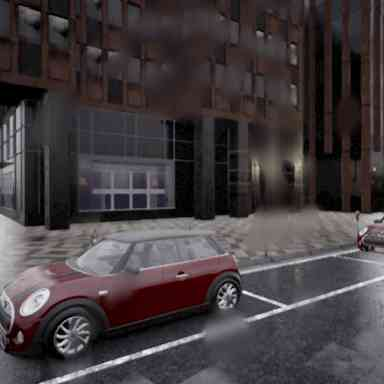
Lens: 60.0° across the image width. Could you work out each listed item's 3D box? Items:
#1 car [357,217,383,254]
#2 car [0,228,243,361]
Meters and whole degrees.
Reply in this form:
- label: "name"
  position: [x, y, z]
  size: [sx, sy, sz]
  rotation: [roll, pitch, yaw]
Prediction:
- label: "car"
  position: [7.896, 1.406, 12.276]
  size: [4.097, 1.590, 1.967]
  rotation: [0, 0, -35]
- label: "car"
  position: [-1.100, 1.435, 5.862]
  size: [4.097, 1.590, 1.967]
  rotation: [0, 0, -35]
